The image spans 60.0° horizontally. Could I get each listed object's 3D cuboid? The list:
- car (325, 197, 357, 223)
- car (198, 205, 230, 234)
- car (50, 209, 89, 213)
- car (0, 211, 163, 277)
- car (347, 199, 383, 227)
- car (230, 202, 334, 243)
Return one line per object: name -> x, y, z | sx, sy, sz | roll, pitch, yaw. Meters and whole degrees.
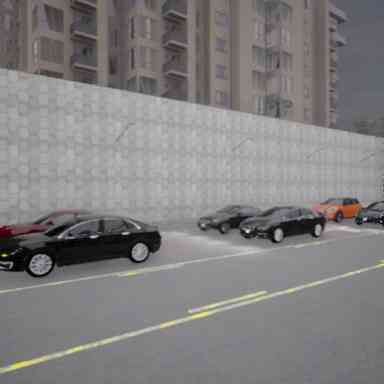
car -> 10.703, 1.213, 24.516 | 4.553, 1.767, 2.097 | 0, 0, -36
car -> 2.488, 1.448, 18.686 | 4.674, 1.442, 1.812 | 0, 0, -35
car -> -5.107, 1.456, 13.249 | 5.008, 1.535, 1.882 | 0, 0, -36
car -> -3.262, 1.485, 10.276 | 4.892, 1.490, 1.837 | 0, 0, -35
car -> 12.386, 1.368, 21.423 | 4.892, 1.490, 1.837 | 0, 0, -35
car -> 4.352, 1.428, 15.697 | 4.892, 1.490, 1.837 | 0, 0, -36
